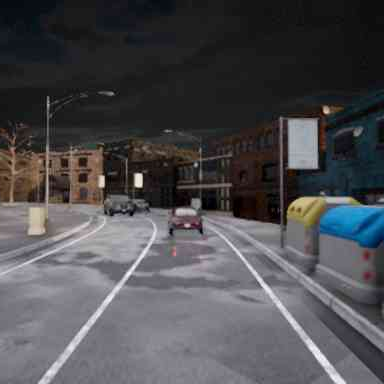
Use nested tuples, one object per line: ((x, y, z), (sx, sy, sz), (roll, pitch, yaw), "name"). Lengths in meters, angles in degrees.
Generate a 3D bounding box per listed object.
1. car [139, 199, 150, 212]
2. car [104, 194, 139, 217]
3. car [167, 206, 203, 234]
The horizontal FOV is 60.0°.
((-6.547, 1.550, 38.907), (2.128, 1.511, 4.902), (1, 0, -29), "car")
((-6.984, 1.251, 31.683), (2.150, 2.045, 5.566), (1, 0, -23), "car")
((-0.456, 1.560, 19.456), (1.812, 1.442, 4.674), (0, 0, -5), "car")
